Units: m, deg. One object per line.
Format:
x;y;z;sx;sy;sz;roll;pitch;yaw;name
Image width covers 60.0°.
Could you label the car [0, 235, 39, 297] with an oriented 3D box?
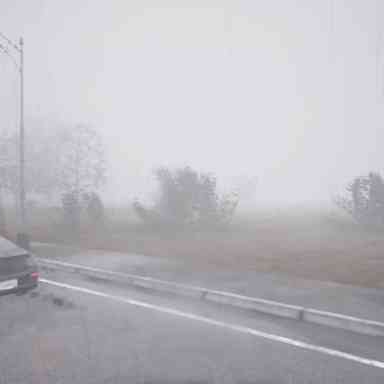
-5.277;1.520;7.290;4.674;1.442;1.812;0;0;32;car
